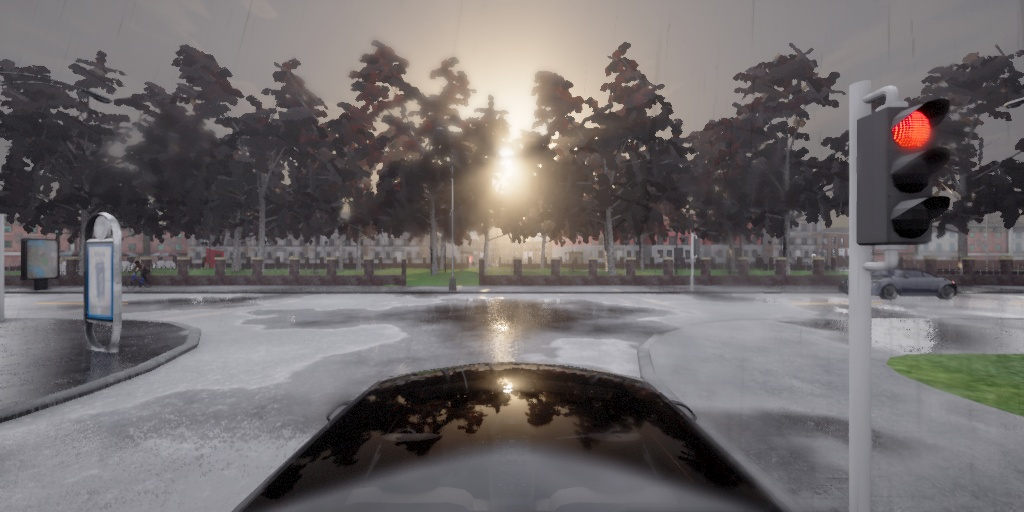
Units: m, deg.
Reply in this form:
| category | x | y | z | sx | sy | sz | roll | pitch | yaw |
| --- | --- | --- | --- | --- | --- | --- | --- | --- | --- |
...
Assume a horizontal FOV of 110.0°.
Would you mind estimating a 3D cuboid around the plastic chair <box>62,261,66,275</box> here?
| category | x | y | z | sx | sy | sz | roll | pitch | yaw |
| --- | --- | --- | --- | --- | --- | --- | --- | --- | --- |
| plastic chair | -38.294 | 1.303 | 31.240 | 0.750 | 1.272 | 0.730 | 0 | 0 | -35 |

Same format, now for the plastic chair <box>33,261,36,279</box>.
| category | x | y | z | sx | sy | sz | roll | pitch | yaw |
| --- | --- | --- | --- | --- | --- | --- | --- | --- | --- |
| plastic chair | -44.626 | 1.291 | 34.105 | 0.730 | 1.272 | 0.750 | 0 | 0 | -41 |

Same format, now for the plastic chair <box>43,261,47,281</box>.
| category | x | y | z | sx | sy | sz | roll | pitch | yaw |
| --- | --- | --- | --- | --- | --- | --- | --- | --- | --- |
| plastic chair | -40.227 | 1.290 | 31.468 | 0.730 | 1.272 | 0.750 | 0 | 0 | -40 |

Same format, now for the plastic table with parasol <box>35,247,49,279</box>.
| category | x | y | z | sx | sy | sz | roll | pitch | yaw |
| --- | --- | --- | --- | --- | --- | --- | --- | --- | --- |
| plastic table with parasol | -43.619 | 0.617 | 34.855 | 2.482 | 2.480 | 2.482 | 0 | 0 | -39 |

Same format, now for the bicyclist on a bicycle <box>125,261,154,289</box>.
| category | x | y | z | sx | sy | sz | roll | pitch | yaw |
| --- | --- | --- | --- | --- | --- | --- | --- | --- | --- |
| bicyclist on a bicycle | -22.038 | 1.097 | 21.234 | 0.582 | 1.620 | 1.656 | 0 | 0 | 0 |

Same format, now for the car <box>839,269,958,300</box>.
| category | x | y | z | sx | sy | sz | roll | pitch | yaw |
| --- | --- | --- | --- | --- | --- | --- | --- | --- | --- |
| car | 18.242 | 1.312 | 17.065 | 4.181 | 1.385 | 1.994 | 0 | 0 | 0 |

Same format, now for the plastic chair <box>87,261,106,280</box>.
| category | x | y | z | sx | sy | sz | roll | pitch | yaw |
| --- | --- | --- | --- | --- | --- | --- | --- | --- | --- |
| plastic chair | -38.199 | 1.293 | 32.947 | 0.730 | 1.272 | 0.750 | 0 | 0 | -40 |

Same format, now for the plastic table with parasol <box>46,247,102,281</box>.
| category | x | y | z | sx | sy | sz | roll | pitch | yaw |
| --- | --- | --- | --- | --- | --- | --- | --- | --- | --- |
| plastic table with parasol | -39.197 | 0.691 | 32.213 | 2.482 | 2.480 | 2.482 | 0 | 0 | -40 |
